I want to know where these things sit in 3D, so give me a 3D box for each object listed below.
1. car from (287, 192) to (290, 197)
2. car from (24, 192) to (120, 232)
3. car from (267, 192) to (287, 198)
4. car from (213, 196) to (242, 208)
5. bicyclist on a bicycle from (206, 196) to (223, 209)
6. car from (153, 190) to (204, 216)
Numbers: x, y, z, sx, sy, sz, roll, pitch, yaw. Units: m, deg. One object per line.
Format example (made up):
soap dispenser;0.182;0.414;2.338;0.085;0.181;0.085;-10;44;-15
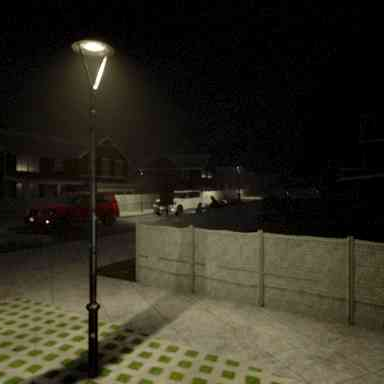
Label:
car;16.072;0.687;57.949;2.128;1.511;4.902;0;1;19
car;-6.614;1.013;19.102;2.150;2.045;5.566;0;1;32
car;11.652;0.888;46.329;1.837;1.490;4.892;0;1;23
car;3.885;1.132;36.842;1.895;1.301;4.718;0;1;28
bicyclist on a bicycle;1.403;1.061;20.827;1.656;1.620;0.582;0;1;32
car;-0.971;0.880;28.290;2.150;2.045;5.566;0;1;31
